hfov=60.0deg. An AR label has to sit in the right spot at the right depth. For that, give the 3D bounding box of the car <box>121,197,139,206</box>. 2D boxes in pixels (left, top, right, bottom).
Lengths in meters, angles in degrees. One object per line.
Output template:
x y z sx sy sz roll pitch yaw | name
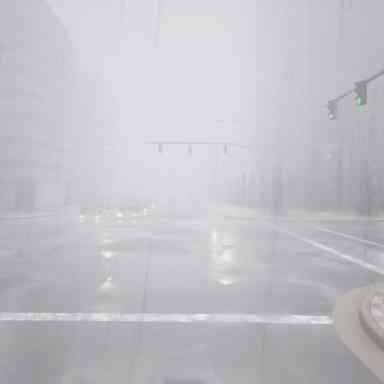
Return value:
-10.501 1.547 56.771 2.033 1.411 5.357 0 0 0 | car

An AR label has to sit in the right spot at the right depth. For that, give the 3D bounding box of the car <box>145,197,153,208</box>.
-7.027 1.525 47.064 1.812 1.442 4.674 0 0 0 | car

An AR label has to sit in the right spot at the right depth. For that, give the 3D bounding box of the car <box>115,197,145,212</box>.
-7.045 1.352 38.080 2.097 1.767 4.553 0 0 0 | car

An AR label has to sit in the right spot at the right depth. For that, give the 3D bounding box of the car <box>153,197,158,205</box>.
-7.001 1.563 56.943 1.994 1.385 4.181 0 0 0 | car

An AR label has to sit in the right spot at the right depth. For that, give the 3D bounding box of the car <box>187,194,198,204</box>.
0.096 1.547 66.100 2.033 1.411 5.357 0 0 0 | car

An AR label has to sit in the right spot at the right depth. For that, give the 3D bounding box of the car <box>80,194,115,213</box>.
-10.546 1.221 36.736 2.150 2.045 5.566 0 0 0 | car

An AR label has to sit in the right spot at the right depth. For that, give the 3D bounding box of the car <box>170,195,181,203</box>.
-3.404 1.504 66.674 1.837 1.490 4.892 0 0 0 | car

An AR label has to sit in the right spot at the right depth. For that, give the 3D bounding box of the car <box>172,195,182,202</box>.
-3.390 1.494 76.002 2.128 1.511 4.902 0 0 0 | car

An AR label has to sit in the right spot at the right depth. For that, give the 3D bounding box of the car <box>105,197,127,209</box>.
-10.531 1.477 46.438 1.882 1.535 5.008 0 0 0 | car
